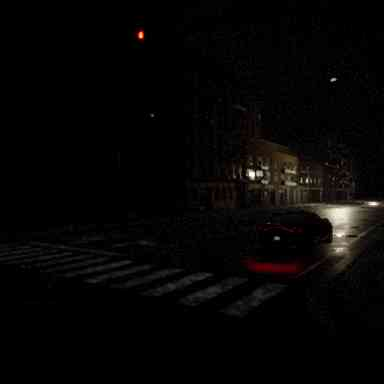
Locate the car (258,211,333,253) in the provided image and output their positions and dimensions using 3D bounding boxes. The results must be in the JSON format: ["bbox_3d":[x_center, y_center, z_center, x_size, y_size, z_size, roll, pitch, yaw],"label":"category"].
[{"bbox_3d":[4.525,1.532,14.124,1.882,1.535,5.008,-1,-1,36],"label":"car"}]
